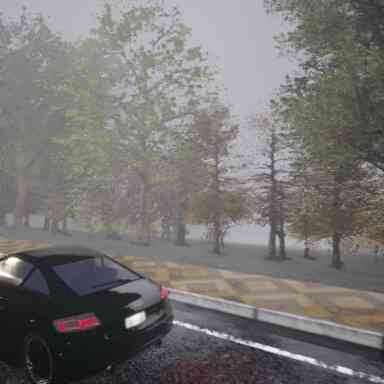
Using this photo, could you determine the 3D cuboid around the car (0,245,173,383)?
[{"bbox_3d":[-2.350,1.575,5.319,4.181,1.385,1.994,0,0,35],"label":"car"}]
